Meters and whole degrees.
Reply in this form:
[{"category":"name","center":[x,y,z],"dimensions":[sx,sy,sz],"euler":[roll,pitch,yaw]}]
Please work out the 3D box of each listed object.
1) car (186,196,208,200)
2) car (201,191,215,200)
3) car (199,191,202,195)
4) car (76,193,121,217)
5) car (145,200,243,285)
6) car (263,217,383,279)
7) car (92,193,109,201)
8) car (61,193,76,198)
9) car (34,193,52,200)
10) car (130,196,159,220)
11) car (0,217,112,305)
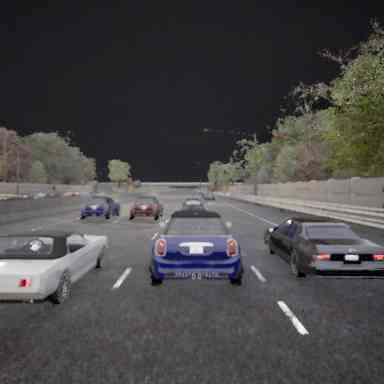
[{"category":"car","center":[0.093,1.281,27.097],"dimensions":[1.812,1.442,4.674],"euler":[0,1,0]},{"category":"car","center":[3.483,0.968,68.420],"dimensions":[1.994,1.385,4.181],"euler":[0,0,0]},{"category":"car","center":[3.480,0.772,84.455],"dimensions":[1.882,1.535,5.008],"euler":[0,0,0]},{"category":"car","center":[-6.907,1.120,25.650],"dimensions":[2.097,1.767,4.553],"euler":[0,1,0]},{"category":"car","center":[0.097,1.266,9.378],"dimensions":[2.097,1.767,4.553],"euler":[0,1,0]},{"category":"car","center":[3.502,1.454,9.759],"dimensions":[2.033,1.411,5.357],"euler":[0,1,0]},{"category":"car","center":[-17.519,0.909,64.179],"dimensions":[1.882,1.535,5.008],"euler":[0,1,0]},{"category":"car","center":[-24.516,0.874,66.624],"dimensions":[1.882,1.535,5.008],"euler":[0,0,0]},{"category":"car","center":[-28.015,0.978,62.646],"dimensions":[1.812,1.442,4.674],"euler":[0,1,0]},{"category":"car","center":[-3.407,1.121,25.623],"dimensions":[2.097,1.767,4.553],"euler":[0,1,0]},{"category":"car","center":[-3.402,1.528,7.859],"dimensions":[1.895,1.301,4.718],"euler":[0,1,0]}]
